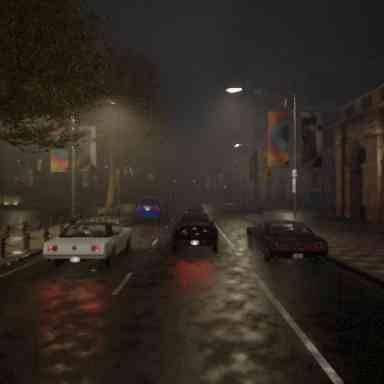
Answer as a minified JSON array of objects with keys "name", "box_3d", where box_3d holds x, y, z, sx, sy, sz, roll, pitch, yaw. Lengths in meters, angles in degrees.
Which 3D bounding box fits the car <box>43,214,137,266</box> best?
[{"name":"car","box_3d":[-3.397,1.691,11.886,1.895,1.301,4.718,0,0,0]}]

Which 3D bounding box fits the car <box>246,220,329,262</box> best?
[{"name":"car","box_3d":[3.252,1.690,12.427,1.895,1.301,4.718,0,0,0]}]

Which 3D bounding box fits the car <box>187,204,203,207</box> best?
[{"name":"car","box_3d":[0.240,1.745,29.015,1.812,1.442,4.674,0,0,2]}]

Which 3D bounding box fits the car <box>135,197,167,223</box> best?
[{"name":"car","box_3d":[-3.394,1.434,28.108,2.150,2.045,5.566,0,0,0]}]

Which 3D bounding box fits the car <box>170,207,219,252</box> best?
[{"name":"car","box_3d":[0.103,1.614,14.437,1.837,1.490,4.892,0,-1,0]}]
